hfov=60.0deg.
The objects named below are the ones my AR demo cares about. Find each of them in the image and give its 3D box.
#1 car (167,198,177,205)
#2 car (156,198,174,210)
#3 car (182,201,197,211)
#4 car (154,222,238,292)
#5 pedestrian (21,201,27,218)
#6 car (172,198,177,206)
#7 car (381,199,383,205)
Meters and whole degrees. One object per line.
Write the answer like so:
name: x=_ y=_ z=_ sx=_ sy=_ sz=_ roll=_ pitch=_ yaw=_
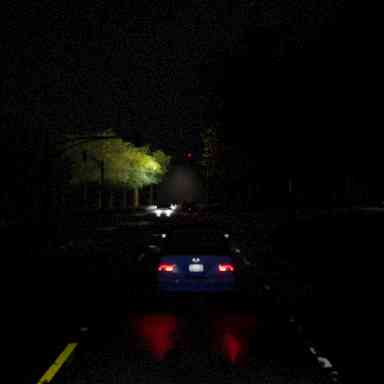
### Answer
car: x=-4.759 y=2.303 z=80.397 sx=2.097 sy=1.767 sz=4.553 roll=0 pitch=-2 yaw=-1
car: x=-4.170 y=1.942 z=49.379 sx=1.895 sy=1.301 sz=4.718 roll=0 pitch=-1 yaw=0
car: x=-0.336 y=1.845 z=43.616 sx=1.895 sy=1.301 sz=4.718 roll=0 pitch=-1 yaw=-1
car: x=0.090 y=1.541 z=9.061 sx=2.033 sy=1.411 sz=5.357 roll=0 pitch=0 yaw=0
pedestrian: x=-18.090 y=1.882 z=35.734 sx=0.375 sy=1.860 sz=0.375 roll=0 pitch=2 yaw=2
car: x=-4.499 y=2.277 z=68.834 sx=1.895 sy=1.301 sz=4.718 roll=0 pitch=-1 yaw=-1
car: x=19.966 y=0.635 z=30.401 sx=4.892 sy=1.490 sz=1.837 roll=-3 pitch=-1 yaw=2
